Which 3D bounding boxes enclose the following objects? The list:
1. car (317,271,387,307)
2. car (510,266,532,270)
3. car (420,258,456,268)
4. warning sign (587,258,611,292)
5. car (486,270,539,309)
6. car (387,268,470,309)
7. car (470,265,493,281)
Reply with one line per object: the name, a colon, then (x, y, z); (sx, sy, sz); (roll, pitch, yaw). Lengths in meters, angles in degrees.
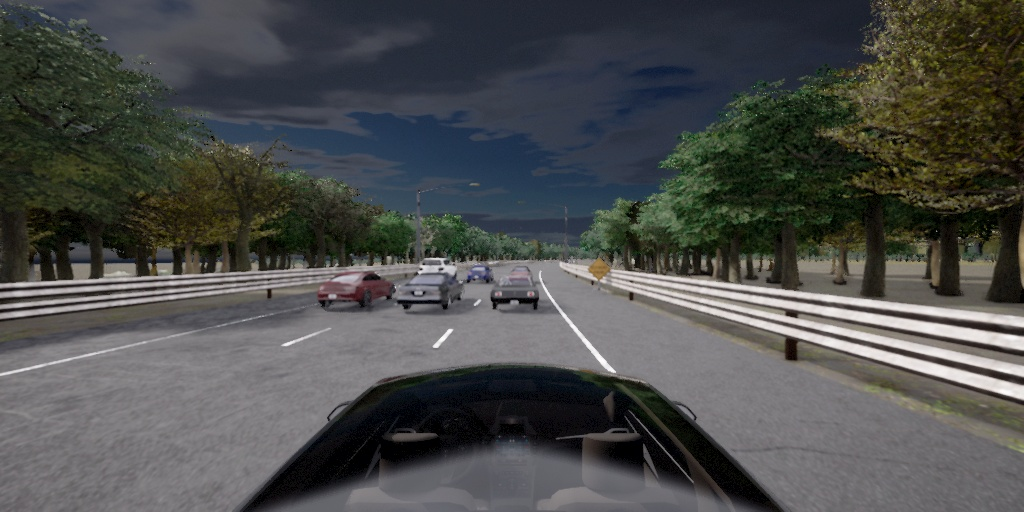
car: (-6.824, 1.401, 16.085); (1.812, 1.442, 4.674); (0, 0, 2)
car: (0.786, 1.566, 30.601); (1.994, 1.385, 4.181); (0, 0, 3)
car: (-6.226, 1.216, 30.653); (2.150, 2.045, 5.566); (0, 0, 3)
warning sign: (4.846, 1.027, 19.981); (1.300, 1.860, 1.060); (0, 0, 2)
car: (0.160, 1.474, 15.618); (1.895, 1.301, 4.718); (0, 0, 2)
car: (-3.343, 1.419, 15.593); (2.033, 1.411, 5.357); (0, 0, 2)
car: (-2.704, 1.528, 30.852); (1.812, 1.442, 4.674); (0, 0, 3)
